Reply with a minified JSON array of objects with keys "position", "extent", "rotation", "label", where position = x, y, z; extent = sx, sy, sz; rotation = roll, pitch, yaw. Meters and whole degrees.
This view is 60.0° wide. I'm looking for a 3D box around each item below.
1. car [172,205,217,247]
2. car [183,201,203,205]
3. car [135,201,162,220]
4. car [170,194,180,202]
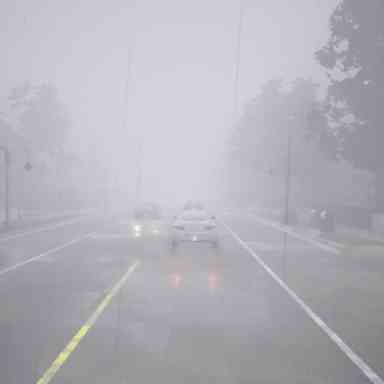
[{"position":[0.101,1.523,14.898],"extent":[1.812,1.442,4.674],"rotation":[0,0,0],"label":"car"},{"position":[0.103,1.538,32.458],"extent":[1.994,1.385,4.181],"rotation":[0,0,0],"label":"car"},{"position":[-3.595,1.511,28.037],"extent":[1.812,1.442,4.674],"rotation":[0,0,0],"label":"car"},{"position":[-3.494,1.190,68.605],"extent":[1.882,1.535,5.008],"rotation":[0,0,0],"label":"car"}]
